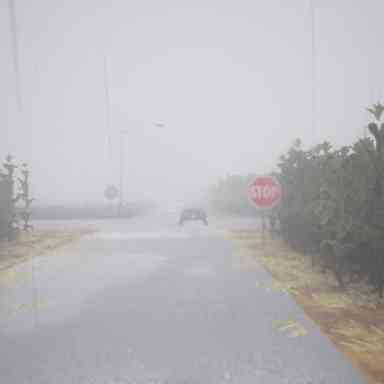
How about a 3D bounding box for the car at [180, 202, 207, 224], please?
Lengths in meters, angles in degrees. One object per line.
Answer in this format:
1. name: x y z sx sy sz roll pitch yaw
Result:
1. car: 0.080 1.479 24.045 1.812 1.442 4.674 0 -1 0
